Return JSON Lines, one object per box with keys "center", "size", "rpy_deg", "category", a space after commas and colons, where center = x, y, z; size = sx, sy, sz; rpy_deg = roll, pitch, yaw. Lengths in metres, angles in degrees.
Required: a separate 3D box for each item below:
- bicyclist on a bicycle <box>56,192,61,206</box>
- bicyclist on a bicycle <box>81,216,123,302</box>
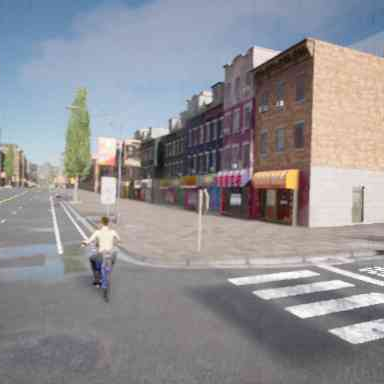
{"center": [-16.319, 0.907, 40.634], "size": [0.659, 1.776, 1.843], "rpy_deg": [2, 1, -23], "category": "bicyclist on a bicycle"}
{"center": [-1.812, 1.291, 6.819], "size": [0.866, 1.612, 1.509], "rpy_deg": [1, 0, -23], "category": "bicyclist on a bicycle"}
